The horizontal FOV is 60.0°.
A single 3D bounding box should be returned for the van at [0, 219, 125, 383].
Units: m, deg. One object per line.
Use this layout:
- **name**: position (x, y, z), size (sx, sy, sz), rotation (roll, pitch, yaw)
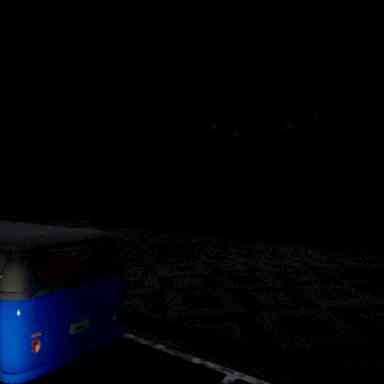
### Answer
- **van**: position (-2.824, 1.348, 4.982), size (3.998, 1.788, 1.690), rotation (0, 0, 36)
